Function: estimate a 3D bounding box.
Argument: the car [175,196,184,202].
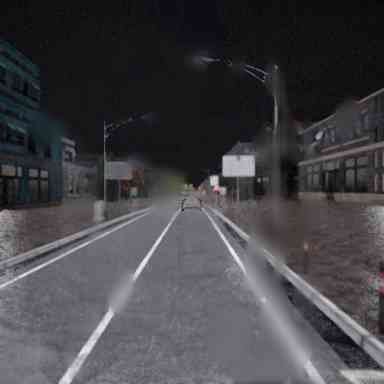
[{"bbox_3d":[-3.011,1.639,78.549,1.895,1.301,4.718,0,-1,0],"label":"car"}]

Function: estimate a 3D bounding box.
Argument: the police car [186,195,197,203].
[{"bbox_3d":[-0.009,1.372,64.305,2.038,1.542,4.974,0,-1,0],"label":"police car"}]

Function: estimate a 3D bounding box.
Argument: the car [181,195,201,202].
[{"bbox_3d":[-0.004,0.946,31.650,2.033,1.649,4.856,0,0,0],"label":"car"}]
